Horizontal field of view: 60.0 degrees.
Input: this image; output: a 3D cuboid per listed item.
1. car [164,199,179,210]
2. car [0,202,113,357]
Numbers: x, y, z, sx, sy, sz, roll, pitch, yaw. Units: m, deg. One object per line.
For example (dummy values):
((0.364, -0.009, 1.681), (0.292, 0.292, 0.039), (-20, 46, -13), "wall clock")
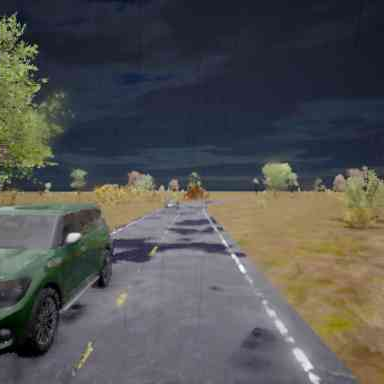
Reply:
((-2.860, 1.707, 47.655), (2.128, 1.511, 4.902), (0, 0, 2), "car")
((-3.100, 1.254, 6.440), (2.150, 2.045, 5.566), (0, 0, 0), "car")
